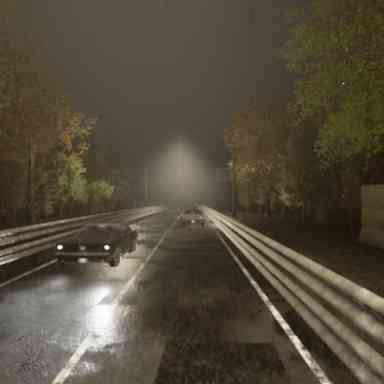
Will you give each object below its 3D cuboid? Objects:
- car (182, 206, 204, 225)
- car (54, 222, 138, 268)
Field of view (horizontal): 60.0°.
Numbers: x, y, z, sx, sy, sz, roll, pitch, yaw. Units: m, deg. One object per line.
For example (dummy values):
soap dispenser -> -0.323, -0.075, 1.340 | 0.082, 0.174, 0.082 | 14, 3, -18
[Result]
car -> 0.094, 2.215, 29.762 | 1.895, 1.301, 4.718 | 0, -2, 0
car -> -3.297, 1.812, 12.293 | 1.895, 1.301, 4.718 | 0, -1, 1
